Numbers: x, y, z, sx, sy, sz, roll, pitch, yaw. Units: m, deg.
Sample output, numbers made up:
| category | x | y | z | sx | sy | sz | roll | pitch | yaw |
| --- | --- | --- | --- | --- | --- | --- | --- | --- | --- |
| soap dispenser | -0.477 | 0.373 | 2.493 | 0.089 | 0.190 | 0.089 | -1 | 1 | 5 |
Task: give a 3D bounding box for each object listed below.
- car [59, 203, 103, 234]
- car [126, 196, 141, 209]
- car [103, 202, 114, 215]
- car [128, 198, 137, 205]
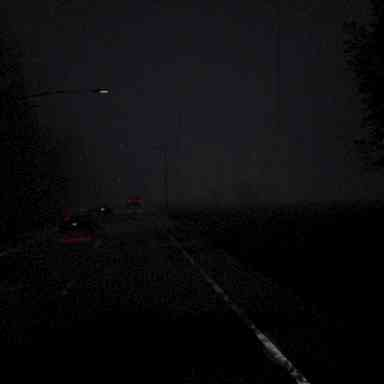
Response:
| category | x | y | z | sx | sy | sz | roll | pitch | yaw |
| --- | --- | --- | --- | --- | --- | --- | --- | --- | --- |
| car | -7.129 | 1.713 | 21.358 | 1.882 | 1.535 | 5.008 | -2 | 0 | -10 |
| car | -9.195 | 1.570 | 52.346 | 2.150 | 2.045 | 5.566 | -2 | 0 | -10 |
| car | -10.347 | 1.919 | 39.131 | 1.994 | 1.385 | 4.181 | -2 | 0 | -10 |
| car | -12.989 | 2.013 | 72.748 | 1.812 | 1.442 | 4.674 | -2 | 0 | -10 |
